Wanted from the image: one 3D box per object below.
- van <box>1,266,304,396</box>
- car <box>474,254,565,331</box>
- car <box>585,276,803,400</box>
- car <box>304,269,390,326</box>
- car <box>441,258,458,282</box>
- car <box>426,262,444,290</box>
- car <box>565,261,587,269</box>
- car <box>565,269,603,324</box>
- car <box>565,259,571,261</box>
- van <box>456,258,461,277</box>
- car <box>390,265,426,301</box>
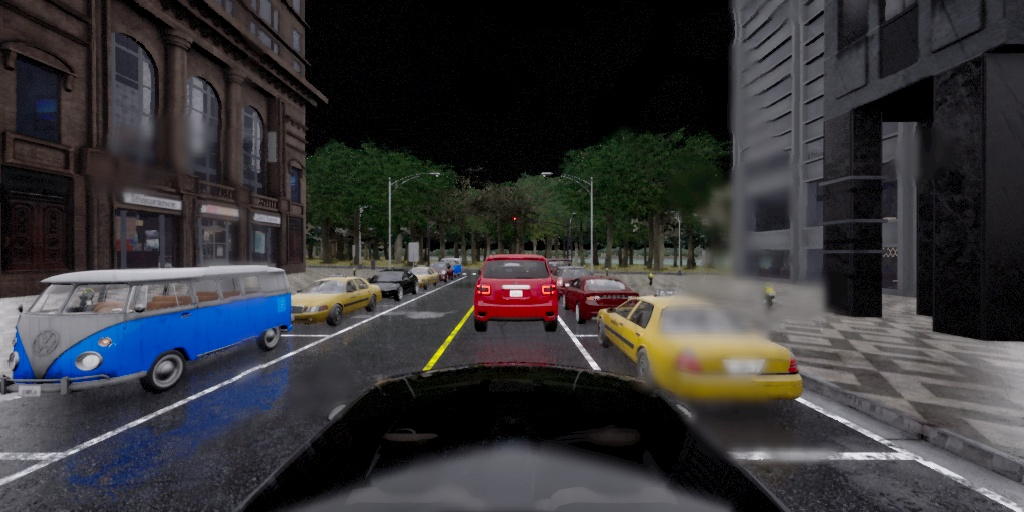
[{"bbox_3d":[-5.763,1.091,6.383,1.690,1.789,3.998,0,0,0],"label":"van"},{"bbox_3d":[0.104,0.972,11.077,2.150,2.045,5.566,0,0,0],"label":"car"},{"bbox_3d":[2.763,1.275,6.552,1.751,1.417,4.829,0,0,0],"label":"car"},{"bbox_3d":[-5.762,1.276,11.651,1.751,1.417,4.829,0,0,0],"label":"car"},{"bbox_3d":[-5.760,1.193,28.133,1.967,1.591,4.097,0,0,0],"label":"car"},{"bbox_3d":[-5.761,1.277,22.525,1.751,1.417,4.829,0,0,0],"label":"car"},{"bbox_3d":[2.764,1.191,17.257,1.967,1.591,4.097,0,0,0],"label":"car"},{"bbox_3d":[2.763,1.295,11.819,1.888,1.381,4.507,0,0,0],"label":"car"},{"bbox_3d":[2.764,1.067,22.694,2.192,1.841,5.009,0,0,0],"label":"car"},{"bbox_3d":[-5.760,1.096,33.570,1.690,1.789,3.998,0,0,0],"label":"van"},{"bbox_3d":[-5.762,1.317,17.258,1.948,1.339,4.313,0,0,0],"label":"car"}]
